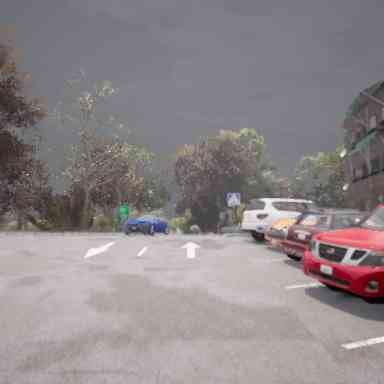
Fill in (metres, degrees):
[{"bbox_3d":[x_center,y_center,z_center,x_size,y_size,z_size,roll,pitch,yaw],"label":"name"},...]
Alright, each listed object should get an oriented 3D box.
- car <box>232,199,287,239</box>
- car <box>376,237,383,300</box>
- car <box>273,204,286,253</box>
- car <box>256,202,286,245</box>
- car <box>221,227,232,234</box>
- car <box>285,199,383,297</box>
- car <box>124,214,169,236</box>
[{"bbox_3d":[5.208,1.428,16.699,5.566,2.045,2.435,2,-5,-20],"label":"car"},{"bbox_3d":[5.509,1.496,4.722,5.366,1.575,1.946,1,0,-20],"label":"car"},{"bbox_3d":[5.271,1.384,10.722,4.553,1.767,2.185,1,-1,-21],"label":"car"},{"bbox_3d":[5.292,1.429,13.746,4.553,1.767,2.185,2,-3,-21],"label":"car"},{"bbox_3d":[5.650,4.632,40.567,1.895,1.301,4.718,-5,-9,44],"label":"car"},{"bbox_3d":[5.301,1.252,7.671,5.566,2.045,2.435,1,0,-20],"label":"car"},{"bbox_3d":[-3.096,2.315,23.564,1.882,1.535,5.008,-2,-7,14],"label":"car"}]
